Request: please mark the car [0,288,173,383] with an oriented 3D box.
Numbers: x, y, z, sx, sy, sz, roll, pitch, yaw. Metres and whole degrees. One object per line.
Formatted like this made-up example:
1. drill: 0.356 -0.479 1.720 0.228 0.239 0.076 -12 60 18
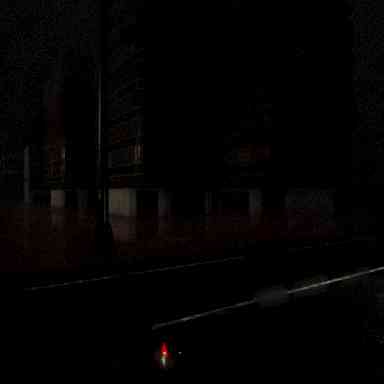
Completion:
1. car: -2.193 1.564 2.465 4.181 1.385 1.994 0 0 -34
